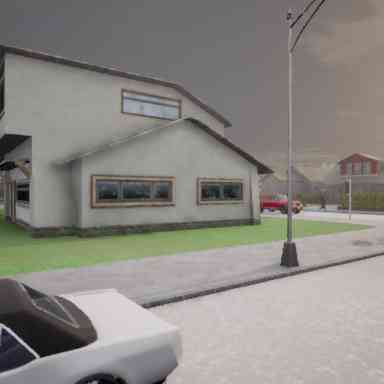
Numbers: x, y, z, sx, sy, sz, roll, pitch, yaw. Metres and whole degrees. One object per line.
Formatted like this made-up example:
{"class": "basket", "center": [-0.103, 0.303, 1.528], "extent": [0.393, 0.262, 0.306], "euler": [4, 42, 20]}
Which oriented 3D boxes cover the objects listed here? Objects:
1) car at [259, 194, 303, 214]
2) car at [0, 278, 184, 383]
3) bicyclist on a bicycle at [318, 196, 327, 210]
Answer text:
{"class": "car", "center": [9.038, 1.222, 35.391], "extent": [2.150, 2.045, 5.566], "euler": [0, 0, -35]}
{"class": "car", "center": [-2.503, 1.601, 2.823], "extent": [4.718, 1.301, 1.895], "euler": [0, 0, -35]}
{"class": "bicyclist on a bicycle", "center": [15.828, 1.349, 40.329], "extent": [1.656, 1.620, 0.582], "euler": [0, 0, -35]}
